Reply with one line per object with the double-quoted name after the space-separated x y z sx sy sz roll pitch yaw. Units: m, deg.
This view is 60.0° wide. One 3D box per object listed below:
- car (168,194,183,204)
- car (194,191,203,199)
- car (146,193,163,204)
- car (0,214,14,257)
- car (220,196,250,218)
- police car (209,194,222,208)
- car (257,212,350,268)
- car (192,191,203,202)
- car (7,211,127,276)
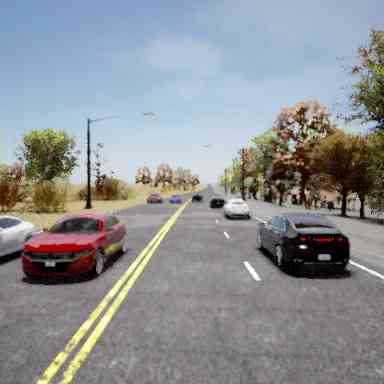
-2.574 1.088 52.352 1.812 1.442 4.674 0 1 2 "car"
1.502 0.571 76.421 2.097 1.767 4.553 0 1 2 "car"
-5.829 0.913 52.345 2.097 1.767 4.553 0 0 2 "car"
-6.570 1.445 10.343 1.812 1.442 4.674 0 0 1 "car"
3.561 1.315 27.096 1.812 1.442 4.674 0 0 1 "car"
3.136 1.091 41.273 1.930 1.638 5.238 0 1 1 "police car"
3.395 1.421 10.911 1.837 1.490 4.892 0 0 0 "car"
0.905 1.007 58.993 1.837 1.490 4.892 0 1 2 "car"
-3.308 1.398 10.276 1.882 1.535 5.008 0 0 0 "car"
